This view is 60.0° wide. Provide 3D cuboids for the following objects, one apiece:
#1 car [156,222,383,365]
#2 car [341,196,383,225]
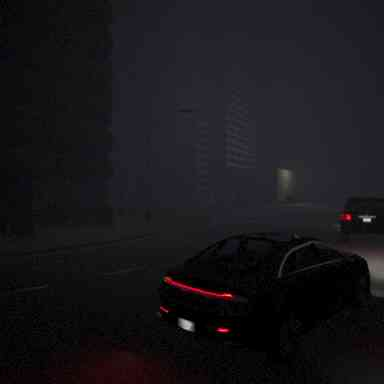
[{"bbox_3d":[1.611,1.489,5.964,2.128,1.511,4.902,0,0,44],"label":"car"},{"bbox_3d":[8.449,1.224,15.797,2.150,2.045,5.566,0,0,30],"label":"car"}]
